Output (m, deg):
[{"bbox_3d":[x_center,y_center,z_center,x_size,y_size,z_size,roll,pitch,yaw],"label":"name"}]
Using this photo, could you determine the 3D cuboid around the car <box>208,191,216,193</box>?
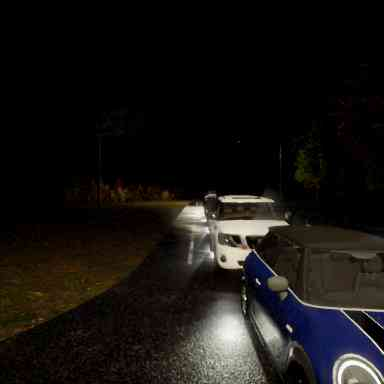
[{"bbox_3d":[4.417,0.839,73.438,2.150,2.045,5.566,0,0,8],"label":"car"}]

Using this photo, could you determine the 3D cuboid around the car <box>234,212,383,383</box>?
[{"bbox_3d":[1.937,1.338,4.168,2.097,1.767,4.553,0,0,0],"label":"car"}]

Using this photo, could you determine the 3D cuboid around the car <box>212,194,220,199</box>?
[{"bbox_3d":[6.400,1.123,88.344,1.895,1.301,4.718,0,0,7],"label":"car"}]

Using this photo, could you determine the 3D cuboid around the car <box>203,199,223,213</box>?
[{"bbox_3d":[2.176,1.415,35.445,1.895,1.301,4.718,0,0,1],"label":"car"}]

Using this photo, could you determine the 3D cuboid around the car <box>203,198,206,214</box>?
[{"bbox_3d":[1.934,1.380,23.102,1.837,1.490,4.892,0,0,1],"label":"car"}]

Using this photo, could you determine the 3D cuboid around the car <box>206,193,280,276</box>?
[{"bbox_3d":[1.699,1.160,10.514,2.150,2.045,5.566,0,0,1],"label":"car"}]

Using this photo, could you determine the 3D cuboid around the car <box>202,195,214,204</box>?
[{"bbox_3d":[2.858,1.259,58.547,1.994,1.385,4.181,0,0,4],"label":"car"}]

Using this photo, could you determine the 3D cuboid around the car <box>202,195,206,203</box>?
[{"bbox_3d":[2.055,1.322,29.357,1.882,1.535,5.008,0,0,1],"label":"car"}]

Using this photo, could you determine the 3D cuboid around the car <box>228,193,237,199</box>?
[{"bbox_3d":[10.113,1.081,83.543,1.812,1.442,4.674,0,0,1],"label":"car"}]
